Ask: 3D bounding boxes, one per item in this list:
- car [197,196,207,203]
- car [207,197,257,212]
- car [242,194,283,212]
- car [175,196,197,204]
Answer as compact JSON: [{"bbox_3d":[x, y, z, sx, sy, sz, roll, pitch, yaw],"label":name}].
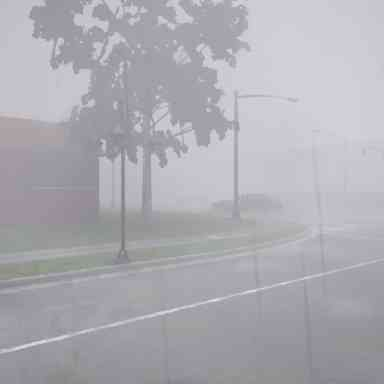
[{"bbox_3d":[1.608,1.478,66.962,1.882,1.535,5.008,0,0,-34],"label":"car"},{"bbox_3d":[4.354,1.547,37.471,2.033,1.411,5.357,0,0,-34],"label":"car"},{"bbox_3d":[7.878,1.222,38.503,2.150,2.045,5.566,0,0,-34],"label":"car"},{"bbox_3d":[-1.576,1.601,65.426,1.895,1.301,4.718,0,0,-34],"label":"car"}]
